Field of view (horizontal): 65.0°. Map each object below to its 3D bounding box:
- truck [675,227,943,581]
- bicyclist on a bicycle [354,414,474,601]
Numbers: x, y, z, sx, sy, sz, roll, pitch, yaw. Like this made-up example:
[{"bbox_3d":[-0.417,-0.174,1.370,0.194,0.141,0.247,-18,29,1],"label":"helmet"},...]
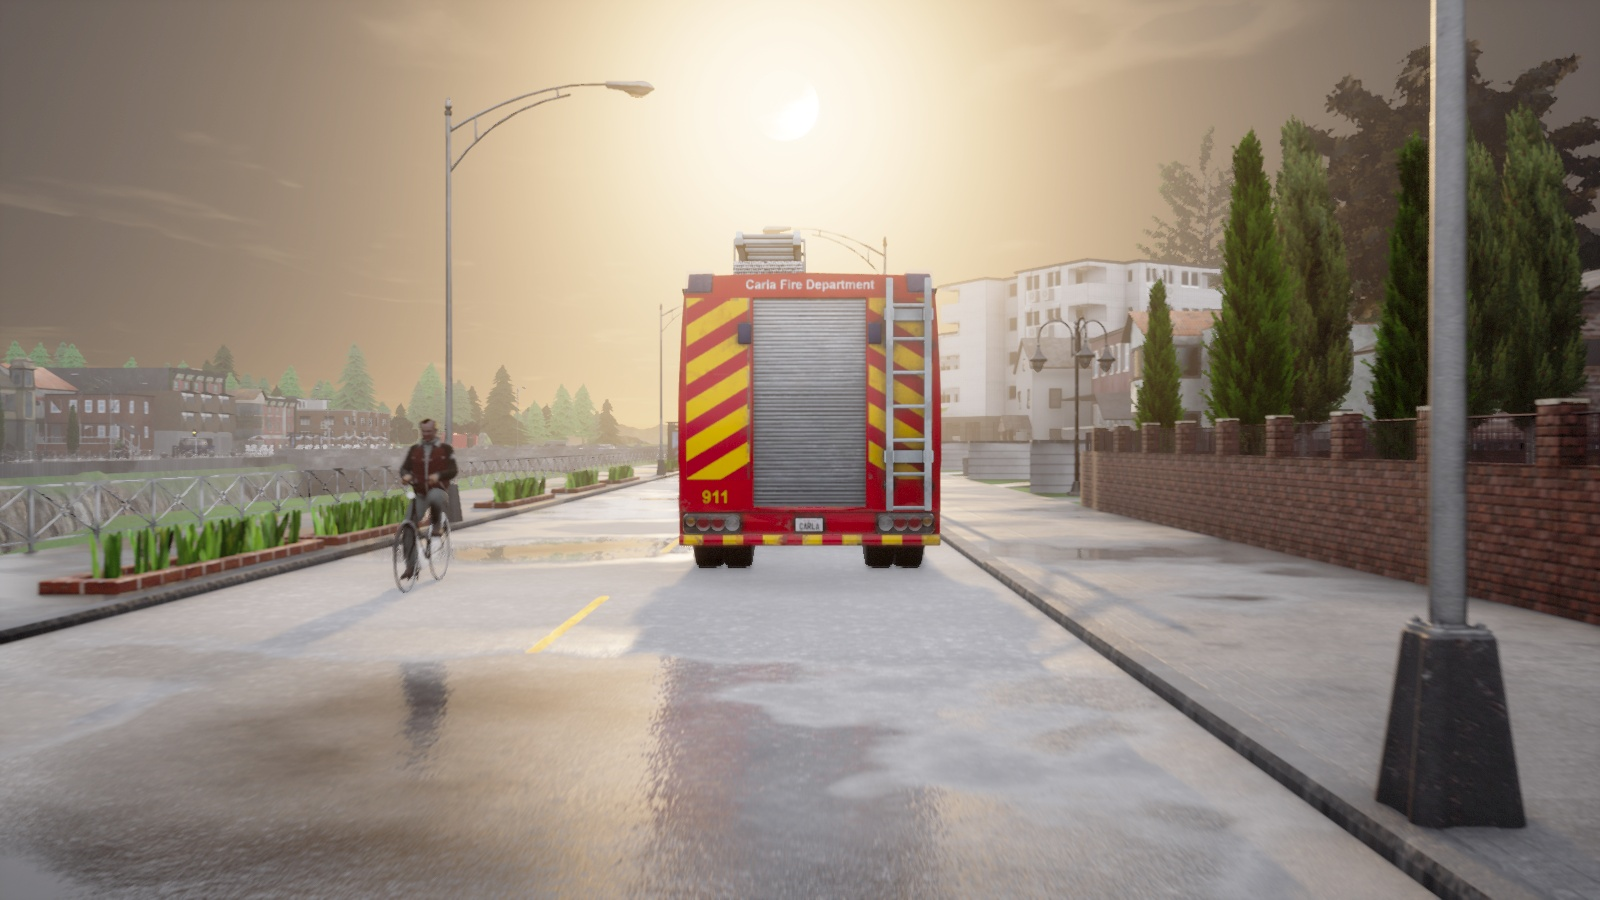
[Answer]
[{"bbox_3d":[0.119,-0.518,17.813,2.891,3.827,8.468,0,0,0],"label":"truck"},{"bbox_3d":[-3.911,0.541,12.861,0.659,1.776,1.843,0,0,0],"label":"bicyclist on a bicycle"}]
